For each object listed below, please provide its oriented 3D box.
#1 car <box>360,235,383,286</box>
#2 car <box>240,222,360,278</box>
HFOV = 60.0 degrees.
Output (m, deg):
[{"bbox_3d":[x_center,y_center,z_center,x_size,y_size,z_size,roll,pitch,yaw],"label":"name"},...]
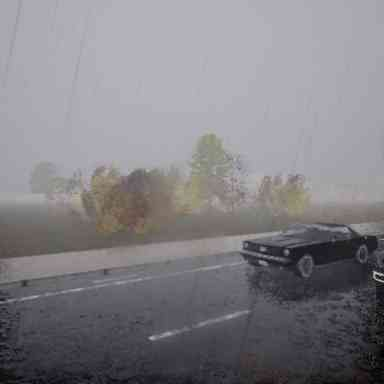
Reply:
[{"bbox_3d":[6.404,1.540,8.266,4.892,1.490,1.837,0,0,-36],"label":"car"},{"bbox_3d":[3.736,1.633,10.353,4.718,1.301,1.895,0,0,-36],"label":"car"}]
